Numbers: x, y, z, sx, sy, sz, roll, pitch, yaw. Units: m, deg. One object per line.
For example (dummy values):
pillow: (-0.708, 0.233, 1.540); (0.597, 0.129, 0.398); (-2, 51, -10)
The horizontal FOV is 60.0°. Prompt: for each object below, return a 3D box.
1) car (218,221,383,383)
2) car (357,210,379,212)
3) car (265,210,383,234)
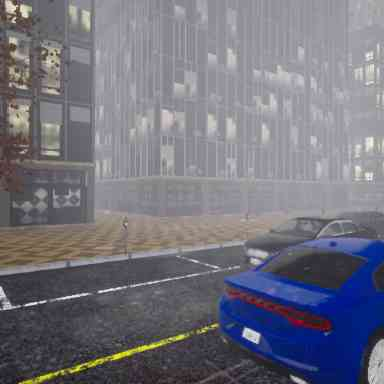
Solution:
car: (2.686, 1.477, 5.226); (5.008, 1.535, 1.882); (0, 0, -35)
car: (8.140, 1.563, 16.226); (4.313, 1.339, 1.947); (0, 0, -36)
car: (3.588, 1.491, 9.802); (4.902, 1.511, 2.128); (0, 0, -36)
